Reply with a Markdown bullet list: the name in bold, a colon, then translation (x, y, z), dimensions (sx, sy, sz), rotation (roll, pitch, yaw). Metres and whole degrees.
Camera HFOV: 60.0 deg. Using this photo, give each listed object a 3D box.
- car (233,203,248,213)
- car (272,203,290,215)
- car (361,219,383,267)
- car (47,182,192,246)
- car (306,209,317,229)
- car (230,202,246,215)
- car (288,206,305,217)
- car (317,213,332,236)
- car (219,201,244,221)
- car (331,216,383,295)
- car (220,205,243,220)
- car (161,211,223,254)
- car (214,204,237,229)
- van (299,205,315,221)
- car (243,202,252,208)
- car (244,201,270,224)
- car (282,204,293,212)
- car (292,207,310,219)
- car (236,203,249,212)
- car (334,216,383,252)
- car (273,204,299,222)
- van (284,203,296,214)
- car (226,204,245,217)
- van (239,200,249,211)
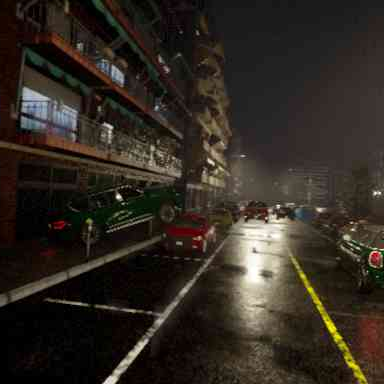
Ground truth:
- **car**: translation (7.667, 2.522, 52.348), dimensions (1.947, 1.339, 4.313), rotation (3, -1, 11)
- **car**: translation (12.726, 2.681, 48.646), dimensions (2.128, 1.511, 4.902), rotation (3, -1, 11)
- **car**: translation (8.195, 2.010, 12.771), dimensions (1.967, 1.590, 4.097), rotation (3, -1, 11)
- **car**: translation (-3.165, 0.632, 13.961), dimensions (5.566, 2.045, 2.150), rotation (-18, 13, -30)
- **car**: translation (11.479, 2.496, 29.016), dimensions (1.802, 1.307, 4.206), rotation (3, -1, 11)
- **car**: translation (6.576, 2.278, 46.934), dimensions (1.967, 1.590, 4.097), rotation (3, -1, 11)
- **car**: translation (15.867, 2.948, 50.678), dimensions (1.947, 1.339, 4.313), rotation (3, -1, 11)
- **car**: translation (10.382, 2.381, 23.601), dimensions (1.802, 1.307, 4.206), rotation (3, -1, 11)
- **car**: translation (3.291, 1.803, 30.689), dimensions (2.192, 1.841, 5.009), rotation (3, -1, 11)
- **car**: translation (5.609, 1.751, 9.658), dimensions (2.097, 1.767, 4.553), rotation (3, -1, 14)
- **car**: translation (4.377, 2.154, 36.103), dimensions (2.008, 1.369, 4.403), rotation (3, -1, 11)
- **car**: translation (-0.011, 1.688, 14.441), dimensions (1.887, 1.381, 4.507), rotation (3, -1, 11)
- **car**: translation (2.150, 1.894, 25.106), dimensions (1.752, 1.417, 4.829), rotation (3, -1, 11)
- **van**: translation (13.685, 2.488, 39.850), dimensions (1.690, 1.788, 3.998), rotation (3, -1, 11)
- **car**: translation (14.246, 3.245, 84.840), dimensions (1.947, 1.339, 4.313), rotation (3, -1, 11)
- **car**: translation (6.218, 1.882, 31.858), dimensions (2.150, 2.045, 5.566), rotation (3, -1, 12)
- **car**: translation (19.193, 3.271, 67.091), dimensions (1.752, 1.417, 4.829), rotation (3, -1, 11)
- **car**: translation (14.806, 2.793, 45.429), dimensions (1.752, 1.417, 4.829), rotation (3, -1, 11)
- **car**: translation (8.764, 2.620, 57.764), dimensions (1.887, 1.381, 4.507), rotation (3, -1, 11)
- **car**: translation (9.322, 2.213, 18.352), dimensions (1.752, 1.417, 4.829), rotation (3, -1, 11)
- **car**: translation (10.487, 2.452, 37.428), dimensions (1.837, 1.490, 4.892), rotation (3, -1, 12)
- **van**: translation (18.071, 2.963, 61.512), dimensions (1.690, 1.788, 3.998), rotation (3, -1, 11)
- **car**: translation (5.474, 2.271, 41.518), dimensions (2.008, 1.369, 4.403), rotation (3, -1, 11)
- **van**: translation (9.871, 2.536, 63.183), dimensions (1.690, 1.788, 3.998), rotation (3, -1, 11)
